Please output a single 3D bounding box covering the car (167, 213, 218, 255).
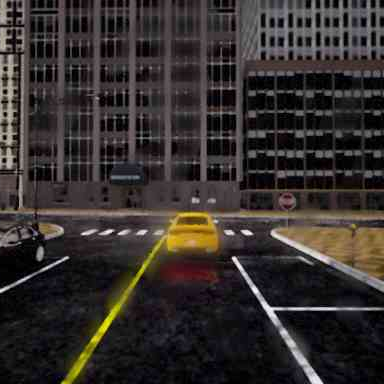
[{"bbox_3d":[0.086,1.626,13.982,1.882,1.535,5.008,0,-1,2],"label":"car"}]

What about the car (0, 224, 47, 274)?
[{"bbox_3d":[-5.810,1.655,9.736,2.008,1.369,4.403,1,-1,0],"label":"car"}]
